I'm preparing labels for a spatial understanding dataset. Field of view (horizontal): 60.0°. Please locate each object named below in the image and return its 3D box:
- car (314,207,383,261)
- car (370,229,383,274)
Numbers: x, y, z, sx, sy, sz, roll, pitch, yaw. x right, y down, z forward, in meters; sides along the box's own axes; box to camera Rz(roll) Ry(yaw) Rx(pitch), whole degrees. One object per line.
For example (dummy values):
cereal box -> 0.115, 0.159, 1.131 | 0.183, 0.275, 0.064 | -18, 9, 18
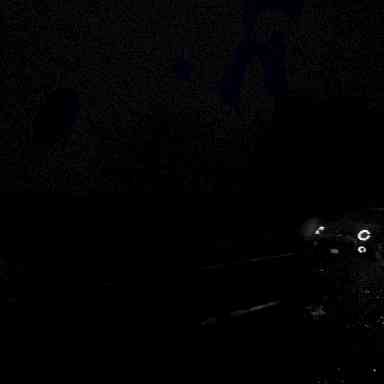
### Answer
car -> 6.558, 1.373, 12.301 | 4.553, 1.767, 2.097 | 0, 0, -35
car -> 6.754, 1.619, 8.467 | 4.718, 1.301, 1.895 | 0, 0, -35
